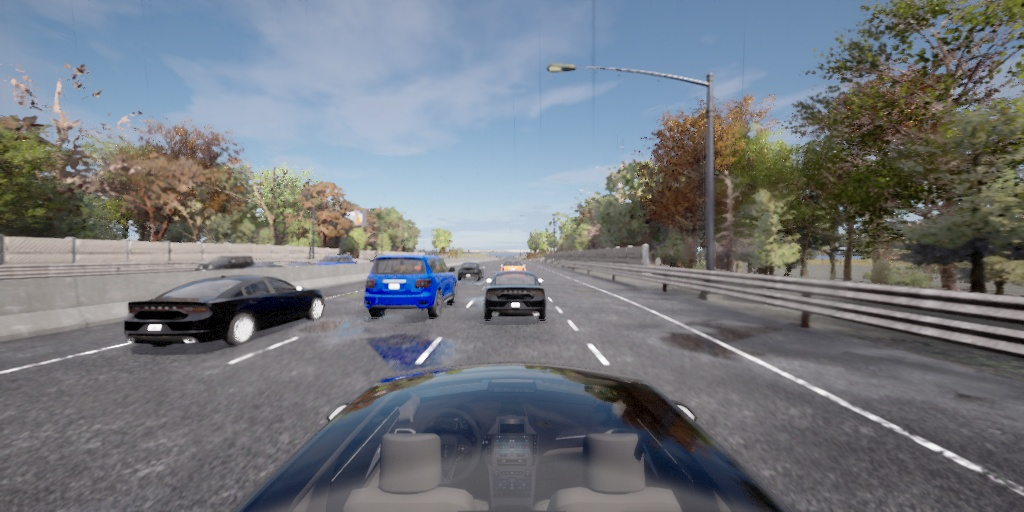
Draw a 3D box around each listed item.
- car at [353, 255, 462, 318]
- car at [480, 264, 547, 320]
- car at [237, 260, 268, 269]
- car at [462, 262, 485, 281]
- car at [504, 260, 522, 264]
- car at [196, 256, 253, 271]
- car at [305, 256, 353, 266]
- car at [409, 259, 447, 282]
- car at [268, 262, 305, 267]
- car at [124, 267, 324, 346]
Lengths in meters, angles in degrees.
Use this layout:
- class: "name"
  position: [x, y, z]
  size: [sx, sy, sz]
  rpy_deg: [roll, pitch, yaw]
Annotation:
- class: "car"
  position: [-3.400, 0.973, 13.036]
  size: [2.150, 2.045, 5.566]
  rpy_deg: [0, 0, 0]
- class: "car"
  position: [0.101, 1.229, 12.610]
  size: [1.882, 1.535, 5.008]
  rpy_deg: [0, 0, 0]
- class: "car"
  position: [-24.590, 1.333, 35.729]
  size: [1.994, 1.385, 4.181]
  rpy_deg: [0, 0, 0]
- class: "car"
  position: [-3.401, 1.269, 30.334]
  size: [1.837, 1.490, 4.892]
  rpy_deg: [0, 0, 0]
- class: "car"
  position: [0.096, 1.115, 30.033]
  size: [2.097, 1.767, 4.553]
  rpy_deg: [0, 0, 0]
- class: "car"
  position: [-28.090, 0.991, 35.556]
  size: [2.150, 2.045, 5.566]
  rpy_deg: [0, 0, 0]
- class: "car"
  position: [-17.595, 0.989, 35.503]
  size: [2.150, 2.045, 5.566]
  rpy_deg: [0, 0, 0]
- class: "car"
  position: [-6.903, 1.115, 30.065]
  size: [2.097, 1.767, 4.553]
  rpy_deg: [0, 0, 0]
- class: "car"
  position: [-21.095, 1.316, 35.459]
  size: [2.033, 1.411, 5.357]
  rpy_deg: [0, 0, 0]
- class: "car"
  position: [-6.901, 1.229, 9.402]
  size: [1.882, 1.535, 5.008]
  rpy_deg: [0, 0, 0]
